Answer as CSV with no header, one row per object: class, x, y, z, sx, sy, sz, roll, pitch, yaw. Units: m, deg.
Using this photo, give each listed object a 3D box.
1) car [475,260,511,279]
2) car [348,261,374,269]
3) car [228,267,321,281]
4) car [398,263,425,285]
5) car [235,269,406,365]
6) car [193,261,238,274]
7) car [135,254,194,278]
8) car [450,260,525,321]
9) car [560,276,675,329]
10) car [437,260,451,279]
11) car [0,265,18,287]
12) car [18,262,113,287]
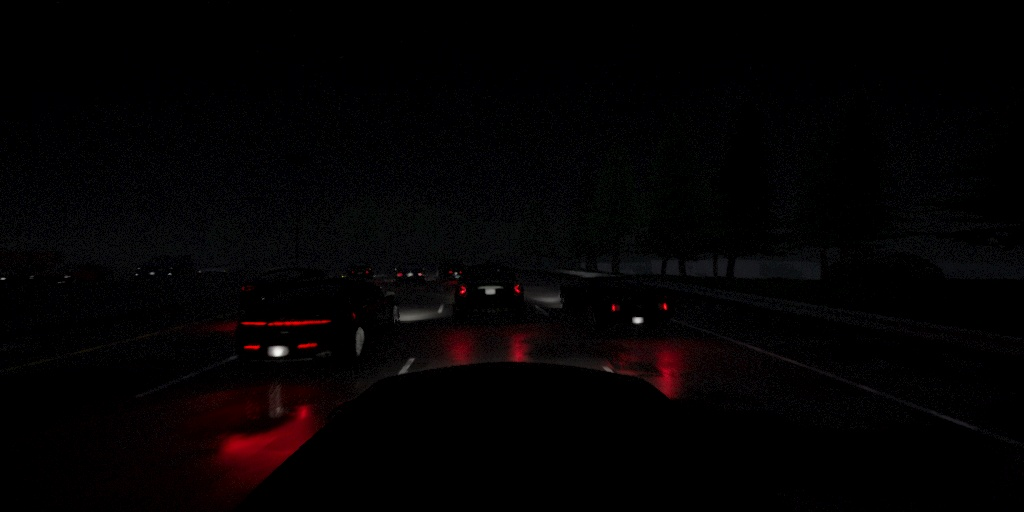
car,-1.749,1.081,30.810,1.994,1.385,4.181,0,0,-20
car,-12.262,1.112,29.097,1.812,1.442,4.674,0,0,-21
car,-8.122,1.170,13.678,1.882,1.535,5.008,0,0,-9
car,-6.894,1.147,24.217,2.033,1.411,5.357,0,1,-17
car,-3.894,1.223,8.041,1.837,1.490,4.892,0,1,-5
car,-23.893,1.170,29.398,1.812,1.442,4.674,0,0,-25
car,-27.266,0.891,28.481,2.150,2.045,5.566,0,0,-26
car,-0.884,1.018,12.337,2.097,1.767,4.553,0,1,-7
car,2.841,1.260,10.939,1.895,1.301,4.718,0,0,-6
car,-5.063,1.048,29.778,1.837,1.490,4.892,0,0,-20
car,-32.892,1.282,24.100,2.033,1.411,5.357,0,1,-23
car,-29.093,1.195,23.842,1.882,1.535,5.008,0,0,-23
